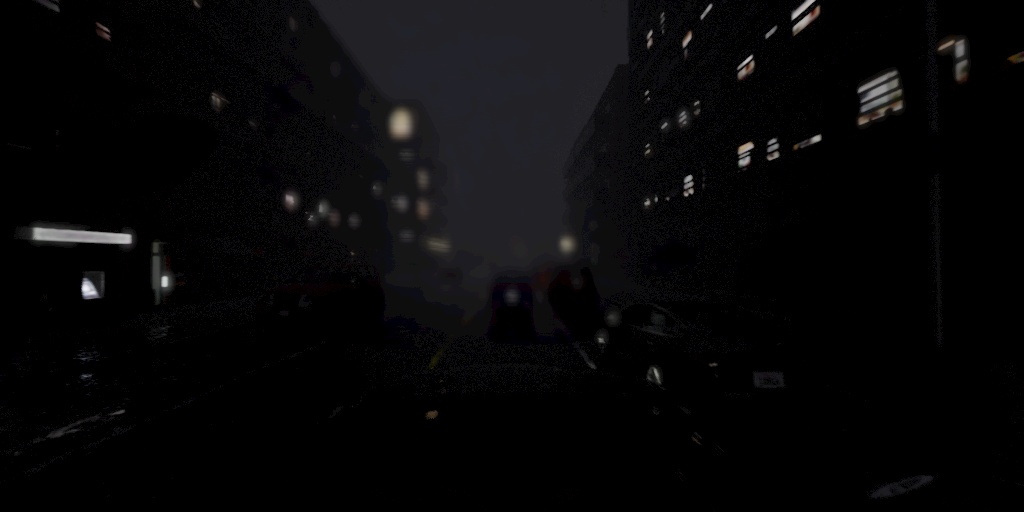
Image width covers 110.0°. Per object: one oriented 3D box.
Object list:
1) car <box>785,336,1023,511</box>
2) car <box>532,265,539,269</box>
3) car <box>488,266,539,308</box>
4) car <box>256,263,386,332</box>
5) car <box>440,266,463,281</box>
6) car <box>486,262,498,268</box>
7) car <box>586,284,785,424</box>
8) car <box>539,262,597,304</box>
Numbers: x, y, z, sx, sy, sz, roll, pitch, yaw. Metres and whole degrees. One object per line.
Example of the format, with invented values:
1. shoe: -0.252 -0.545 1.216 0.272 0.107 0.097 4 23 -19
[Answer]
1. car: 2.690 1.174 0.170 1.967 1.591 4.097 0 0 0
2. car: 2.688 1.287 22.830 2.192 1.841 5.009 0 0 0
3. car: 0.022 1.378 16.086 1.882 1.535 5.008 0 0 0
4. car: -5.691 1.167 11.501 2.192 1.841 5.009 0 0 0
5. car: -5.692 1.642 34.157 1.888 1.381 4.507 0 0 0
6. car: -3.012 1.962 61.379 2.033 1.411 5.357 0 -1 0
7. car: 2.690 1.359 5.836 1.948 1.339 4.313 0 0 0
8. car: 2.689 1.227 17.164 2.192 1.841 5.009 0 0 0
